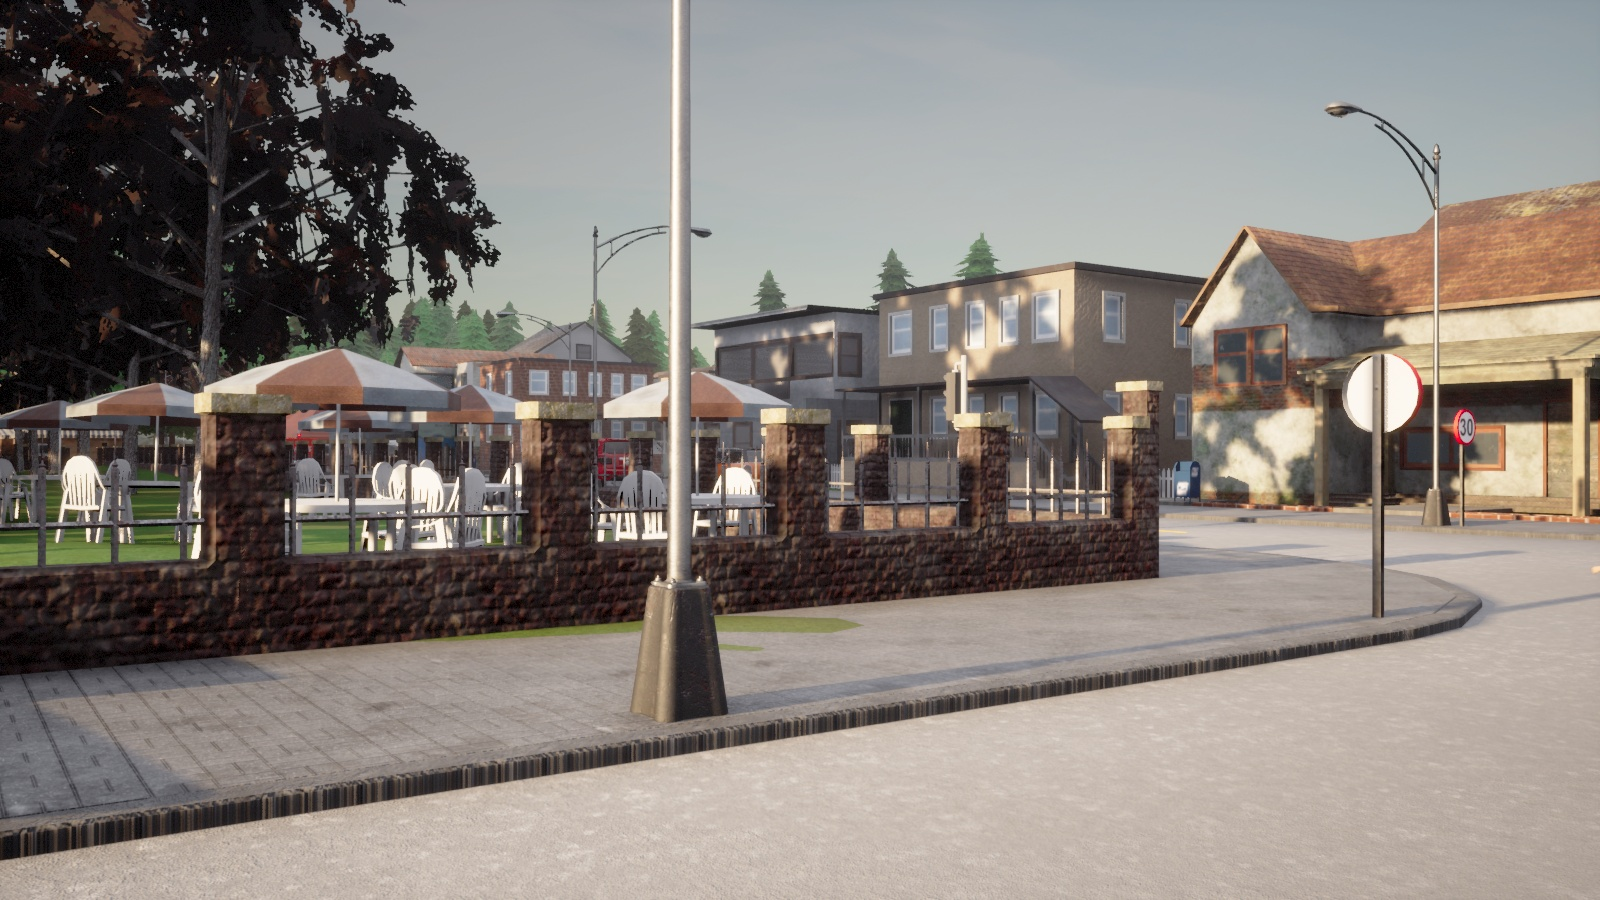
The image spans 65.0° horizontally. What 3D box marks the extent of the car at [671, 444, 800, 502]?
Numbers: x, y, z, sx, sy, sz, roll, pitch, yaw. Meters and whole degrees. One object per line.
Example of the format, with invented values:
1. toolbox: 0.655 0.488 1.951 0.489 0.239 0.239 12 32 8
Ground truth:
1. car: -2.155 0.708 40.806 2.097 1.767 4.553 0 0 -35

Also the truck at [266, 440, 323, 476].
1. truck: -35.829 0.553 88.933 2.627 2.467 5.204 0 0 -35

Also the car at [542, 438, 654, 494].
1. car: -7.976 0.601 49.126 2.150 2.045 5.566 0 0 -35

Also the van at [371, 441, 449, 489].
1. van: -17.257 0.640 55.419 2.069 2.038 4.480 0 0 -34
